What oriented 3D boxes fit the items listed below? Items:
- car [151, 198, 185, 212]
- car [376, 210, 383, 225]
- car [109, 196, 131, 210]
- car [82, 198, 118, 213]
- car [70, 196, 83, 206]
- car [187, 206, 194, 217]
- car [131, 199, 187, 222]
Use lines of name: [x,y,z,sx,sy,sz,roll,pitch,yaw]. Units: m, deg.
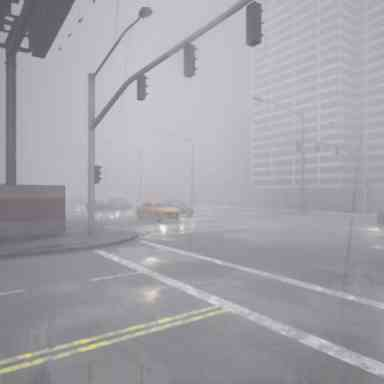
car: [-2.917,1.532,39.455,1.812,1.442,4.674,0,0,-35]
car: [14.697,1.485,23.043,5.008,1.535,1.882,0,0,-35]
car: [-9.375,1.356,42.209,2.097,1.767,4.553,0,0,-36]
car: [-10.559,1.604,37.808,1.895,1.301,4.718,0,0,-35]
car: [-19.369,1.498,56.563,2.128,1.511,4.902,0,0,-35]
car: [-1.721,1.531,31.330,1.812,1.442,4.674,0,0,-35]
car: [-2.784,1.481,26.757,1.882,1.535,5.008,0,0,-35]
